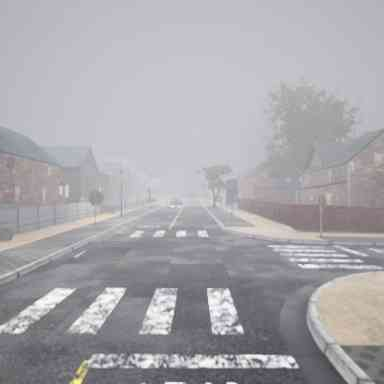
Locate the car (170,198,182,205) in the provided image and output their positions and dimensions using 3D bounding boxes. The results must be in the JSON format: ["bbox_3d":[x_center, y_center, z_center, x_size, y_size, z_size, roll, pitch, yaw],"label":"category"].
[{"bbox_3d":[-2.777,1.706,60.270,1.994,1.385,4.181,0,0,0],"label":"car"}]
